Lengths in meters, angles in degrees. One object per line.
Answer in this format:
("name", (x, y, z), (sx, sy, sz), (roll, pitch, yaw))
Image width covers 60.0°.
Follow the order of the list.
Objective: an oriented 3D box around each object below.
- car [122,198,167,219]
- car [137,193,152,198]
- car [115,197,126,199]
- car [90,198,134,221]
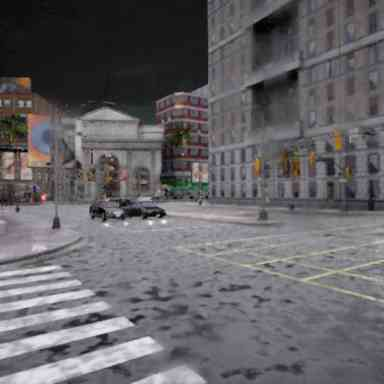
("car", (-4.225, 1.559, 29.562), (2.033, 1.411, 5.357), (0, 0, -34))
("car", (-8.178, 1.241, 57.487), (2.150, 2.045, 5.566), (0, 0, -14))
("car", (-11.948, 1.555, 54.889), (1.837, 1.490, 4.892), (0, 0, -42))
("car", (-6.960, 1.525, 27.359), (2.128, 1.511, 4.902), (0, 0, -34))
